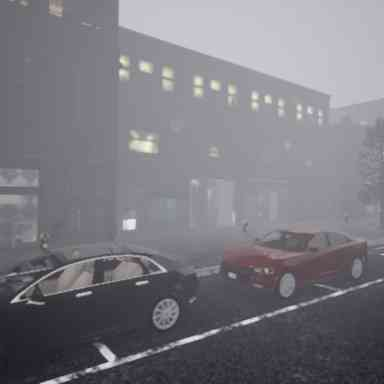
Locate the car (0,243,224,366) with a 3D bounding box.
[{"bbox_3d":[-1.886,1.555,5.198,4.403,1.369,2.008,0,1,-35],"label":"car"}]

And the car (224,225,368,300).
[{"bbox_3d":[2.709,1.564,8.474,4.507,1.381,1.887,0,1,-35],"label":"car"}]
